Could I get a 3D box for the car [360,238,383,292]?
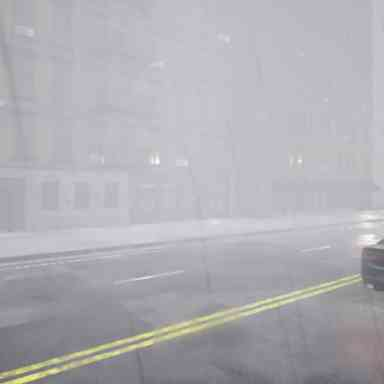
[{"bbox_3d":[5.856,1.459,7.619,5.008,1.535,1.882,0,0,-36],"label":"car"}]
